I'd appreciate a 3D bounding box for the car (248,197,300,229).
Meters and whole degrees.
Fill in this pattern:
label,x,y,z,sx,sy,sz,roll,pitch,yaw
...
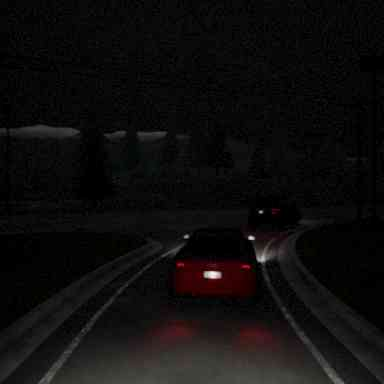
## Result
label,x,y,z,sx,sy,sz,roll,pitch,yaw
car,5.628,1.321,22.576,2.150,2.045,5.566,-1,0,32

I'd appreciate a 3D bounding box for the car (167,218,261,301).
label,x,y,z,sx,sy,sz,roll,pitch,yaw
car,0.664,1.601,8.504,1.994,1.385,4.181,0,0,7
